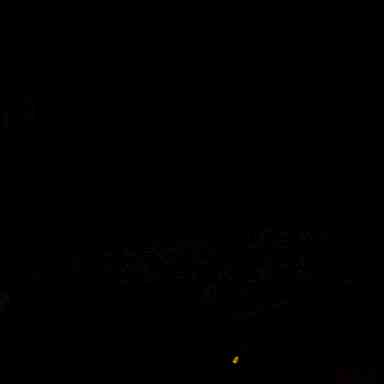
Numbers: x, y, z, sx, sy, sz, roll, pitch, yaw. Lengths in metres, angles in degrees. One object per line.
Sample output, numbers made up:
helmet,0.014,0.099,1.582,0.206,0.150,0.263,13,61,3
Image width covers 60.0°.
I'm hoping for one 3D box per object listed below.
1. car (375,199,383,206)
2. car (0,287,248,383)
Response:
car,25.682,1.141,42.262,1.887,1.381,4.507,-1,0,-36
car,-1.660,1.528,2.193,4.674,1.442,1.812,-1,1,-35
